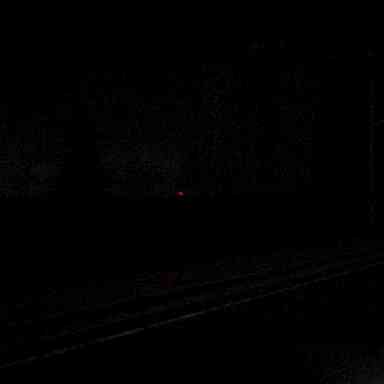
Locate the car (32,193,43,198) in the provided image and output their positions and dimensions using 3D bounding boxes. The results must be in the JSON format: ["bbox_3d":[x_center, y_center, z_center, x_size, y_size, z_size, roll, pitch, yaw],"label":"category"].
[{"bbox_3d":[-24.383,1.224,56.985,5.566,2.045,2.150,0,0,-32],"label":"car"}]
